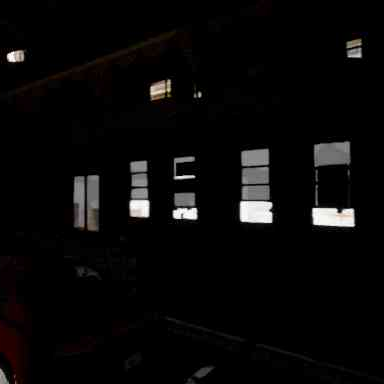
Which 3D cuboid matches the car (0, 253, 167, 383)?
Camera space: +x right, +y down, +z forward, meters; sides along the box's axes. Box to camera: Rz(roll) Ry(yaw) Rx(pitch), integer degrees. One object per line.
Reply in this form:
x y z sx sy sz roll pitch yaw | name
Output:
-2.398 1.529 4.598 4.507 1.381 1.887 0 -1 36 | car
